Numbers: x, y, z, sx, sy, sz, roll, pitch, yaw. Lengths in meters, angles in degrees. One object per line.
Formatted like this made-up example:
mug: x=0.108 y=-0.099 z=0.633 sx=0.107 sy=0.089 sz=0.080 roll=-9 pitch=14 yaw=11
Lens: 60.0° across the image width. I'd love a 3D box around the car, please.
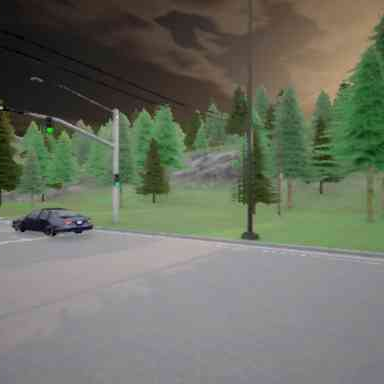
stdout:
car: x=-7.651 y=1.556 z=18.040 sx=5.357 sy=1.411 sz=2.033 roll=0 pitch=0 yaw=35
